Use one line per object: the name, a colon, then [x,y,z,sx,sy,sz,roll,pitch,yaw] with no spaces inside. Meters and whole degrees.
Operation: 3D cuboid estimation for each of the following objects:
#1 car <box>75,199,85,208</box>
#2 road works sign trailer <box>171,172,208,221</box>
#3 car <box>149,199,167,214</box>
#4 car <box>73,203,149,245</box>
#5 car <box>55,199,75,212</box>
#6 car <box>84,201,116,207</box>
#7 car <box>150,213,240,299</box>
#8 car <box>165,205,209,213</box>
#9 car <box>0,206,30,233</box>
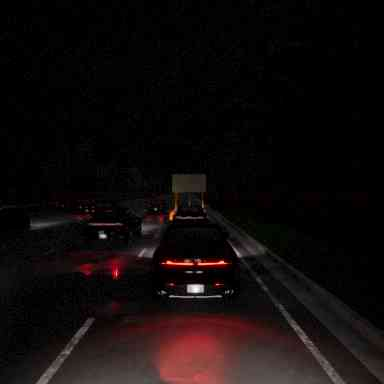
car: [-10.690,1.601,35.995,1.895,1.301,4.718,0,0,-1]
road works sign trailer: [-0.186,0.464,22.712,2.380,3.560,2.880,0,0,-3]
car: [-3.688,1.525,35.746,1.812,1.442,4.674,0,0,-1]
car: [-3.508,1.491,15.419,2.128,1.511,4.902,0,0,0]
car: [-14.215,1.547,38.976,2.033,1.411,5.357,0,0,0]
car: [-7.128,1.547,28.350,2.033,1.411,5.357,0,0,0]
car: [0.047,1.505,8.453,1.837,1.490,4.892,0,0,0]
car: [-0.066,1.488,18.842,2.128,1.511,4.902,0,0,1]
car: [-10.528,1.491,17.829,2.128,1.511,4.902,0,0,0]
